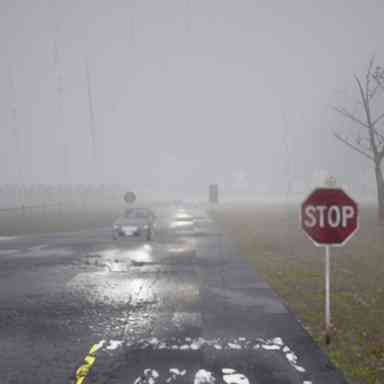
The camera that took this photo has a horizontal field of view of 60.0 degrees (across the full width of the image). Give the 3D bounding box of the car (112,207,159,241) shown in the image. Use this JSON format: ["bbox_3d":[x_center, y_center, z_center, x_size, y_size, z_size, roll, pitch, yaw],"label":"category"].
[{"bbox_3d":[-2.777,1.557,17.095,2.128,1.511,4.902,0,0,0],"label":"car"}]

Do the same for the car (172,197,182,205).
[{"bbox_3d":[-2.847,1.611,63.182,1.812,1.442,4.674,0,0,0],"label":"car"}]
